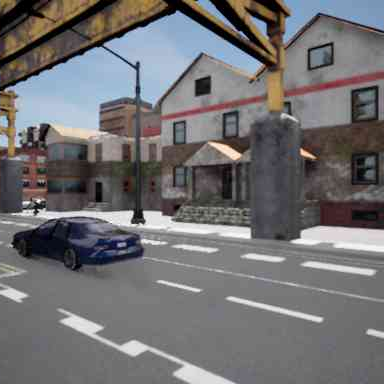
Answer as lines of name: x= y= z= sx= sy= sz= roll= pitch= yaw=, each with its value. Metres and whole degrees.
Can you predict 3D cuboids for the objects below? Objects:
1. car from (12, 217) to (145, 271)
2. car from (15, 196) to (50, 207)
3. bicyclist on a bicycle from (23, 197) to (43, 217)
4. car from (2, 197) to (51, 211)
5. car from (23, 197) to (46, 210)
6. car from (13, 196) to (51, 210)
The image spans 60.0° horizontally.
car: x=-3.889 y=1.524 z=10.875 sx=5.357 sy=1.411 sz=2.033 roll=0 pitch=0 yaw=39
car: x=-20.518 y=1.216 z=42.985 sx=1.853 sy=1.218 sz=4.536 roll=0 pitch=0 yaw=9
bicyclist on a bicycle: x=-13.459 y=1.251 z=28.151 sx=0.582 sy=1.620 sz=1.656 roll=0 pitch=0 yaw=39
car: x=-19.471 y=1.382 z=39.355 sx=4.974 sy=1.542 sz=2.038 roll=0 pitch=0 yaw=-21
car: x=-19.423 y=1.224 z=39.373 sx=4.536 sy=1.218 sz=1.853 roll=0 pitch=0 yaw=-21
car: x=-20.526 y=1.374 z=42.934 sx=2.038 sy=1.542 sz=4.974 roll=0 pitch=0 yaw=9
